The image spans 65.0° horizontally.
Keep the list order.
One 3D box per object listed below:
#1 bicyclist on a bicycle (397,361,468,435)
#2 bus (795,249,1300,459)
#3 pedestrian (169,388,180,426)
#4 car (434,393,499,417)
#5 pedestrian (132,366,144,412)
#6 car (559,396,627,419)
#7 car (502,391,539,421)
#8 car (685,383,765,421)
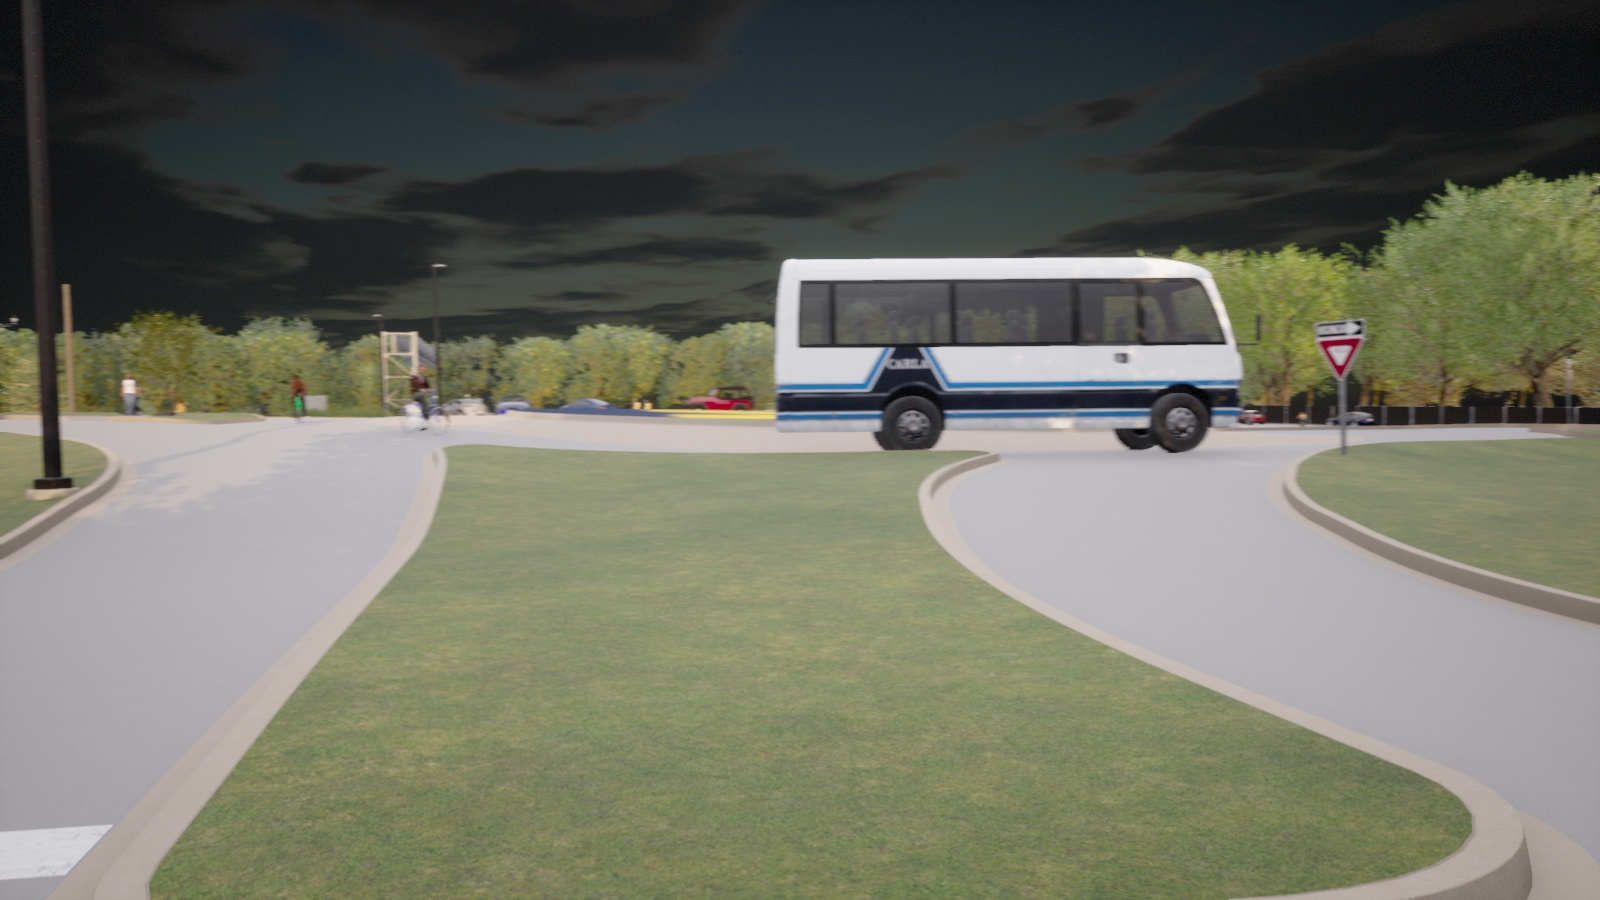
[{"bbox_3d":[-9.258,-1.324,31.598,1.843,1.776,0.659,5,4,35],"label":"bicyclist on a bicycle"},{"bbox_3d":[5.081,-2.010,27.675,10.273,4.253,3.944,0,1,-2],"label":"bus"},{"bbox_3d":[-31.286,-2.147,62.851,0.353,1.847,0.614,-2,1,-18],"label":"pedestrian"},{"bbox_3d":[-24.666,-3.312,92.900,5.027,1.651,2.152,1,2,40],"label":"car"},{"bbox_3d":[-26.451,-2.430,50.214,0.354,1.836,0.706,-2,1,-27],"label":"pedestrian"},{"bbox_3d":[-13.765,-2.809,83.372,4.674,1.442,1.812,3,3,40],"label":"car"},{"bbox_3d":[-15.176,-2.392,68.371,1.816,1.474,4.193,-2,1,-11],"label":"car"},{"bbox_3d":[-4.021,-2.558,67.098,3.866,1.878,1.905,1,0,-17],"label":"car"}]
